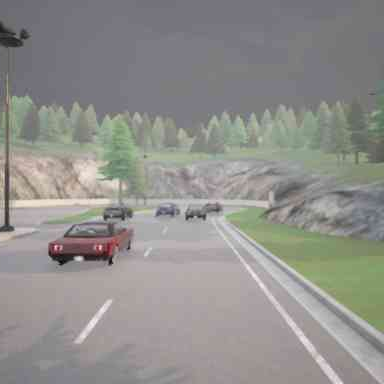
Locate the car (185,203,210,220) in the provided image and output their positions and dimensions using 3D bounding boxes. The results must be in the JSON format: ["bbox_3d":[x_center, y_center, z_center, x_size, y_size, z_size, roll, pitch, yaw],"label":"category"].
[{"bbox_3d":[0.452,1.942,31.435,1.895,1.301,4.718,0,-1,4],"label":"car"}]

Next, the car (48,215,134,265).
[{"bbox_3d":[-3.400,1.734,12.228,1.895,1.301,4.718,0,-1,0],"label":"car"}]

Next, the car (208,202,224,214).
[{"bbox_3d":[2.828,1.952,42.406,2.128,1.511,4.902,0,0,15],"label":"car"}]

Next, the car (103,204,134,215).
[{"bbox_3d":[-6.630,1.821,30.322,2.128,1.511,4.902,0,-1,3],"label":"car"}]

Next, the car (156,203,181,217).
[{"bbox_3d":[-2.504,1.913,35.777,1.812,1.442,4.674,0,-1,10],"label":"car"}]
